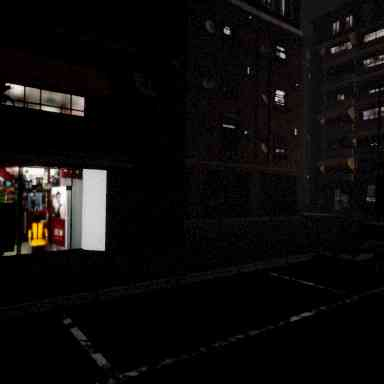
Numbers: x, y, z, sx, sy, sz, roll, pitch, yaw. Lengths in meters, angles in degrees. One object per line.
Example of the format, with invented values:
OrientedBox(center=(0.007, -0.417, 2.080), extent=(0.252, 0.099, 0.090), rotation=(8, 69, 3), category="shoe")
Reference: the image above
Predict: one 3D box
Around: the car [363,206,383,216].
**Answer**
OrientedBox(center=(17.363, 1.634, 28.406), extent=(1.895, 1.301, 4.718), rotation=(2, -1, -35), category="car")

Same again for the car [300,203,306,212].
OrientedBox(center=(9.164, 1.328, 35.792), extent=(2.192, 1.841, 5.009), rotation=(1, -1, -35), category="car")

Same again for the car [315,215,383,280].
OrientedBox(center=(5.469, 1.588, 9.929), extent=(4.206, 1.307, 1.802), rotation=(0, 1, -35), category="car")

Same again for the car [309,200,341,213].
OrientedBox(center=(15.508, 1.708, 40.460), extent=(1.752, 1.417, 4.829), rotation=(1, -1, -35), category="car")

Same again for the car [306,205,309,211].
OrientedBox(center=(10.535, 1.421, 38.132), extent=(2.097, 1.767, 4.553), rotation=(2, -1, -35), category="car")
